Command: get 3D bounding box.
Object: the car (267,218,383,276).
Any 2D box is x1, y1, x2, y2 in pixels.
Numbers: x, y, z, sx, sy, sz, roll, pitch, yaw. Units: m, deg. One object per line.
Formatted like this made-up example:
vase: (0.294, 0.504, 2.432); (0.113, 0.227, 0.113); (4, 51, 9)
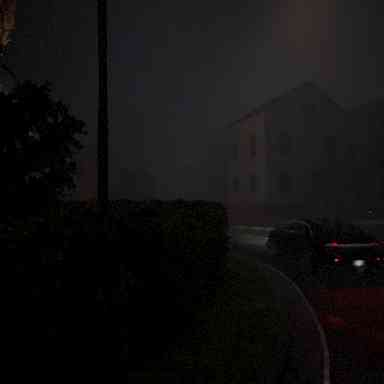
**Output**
car: (3.937, 1.569, 10.689); (2.128, 1.511, 4.902); (0, 0, -5)
